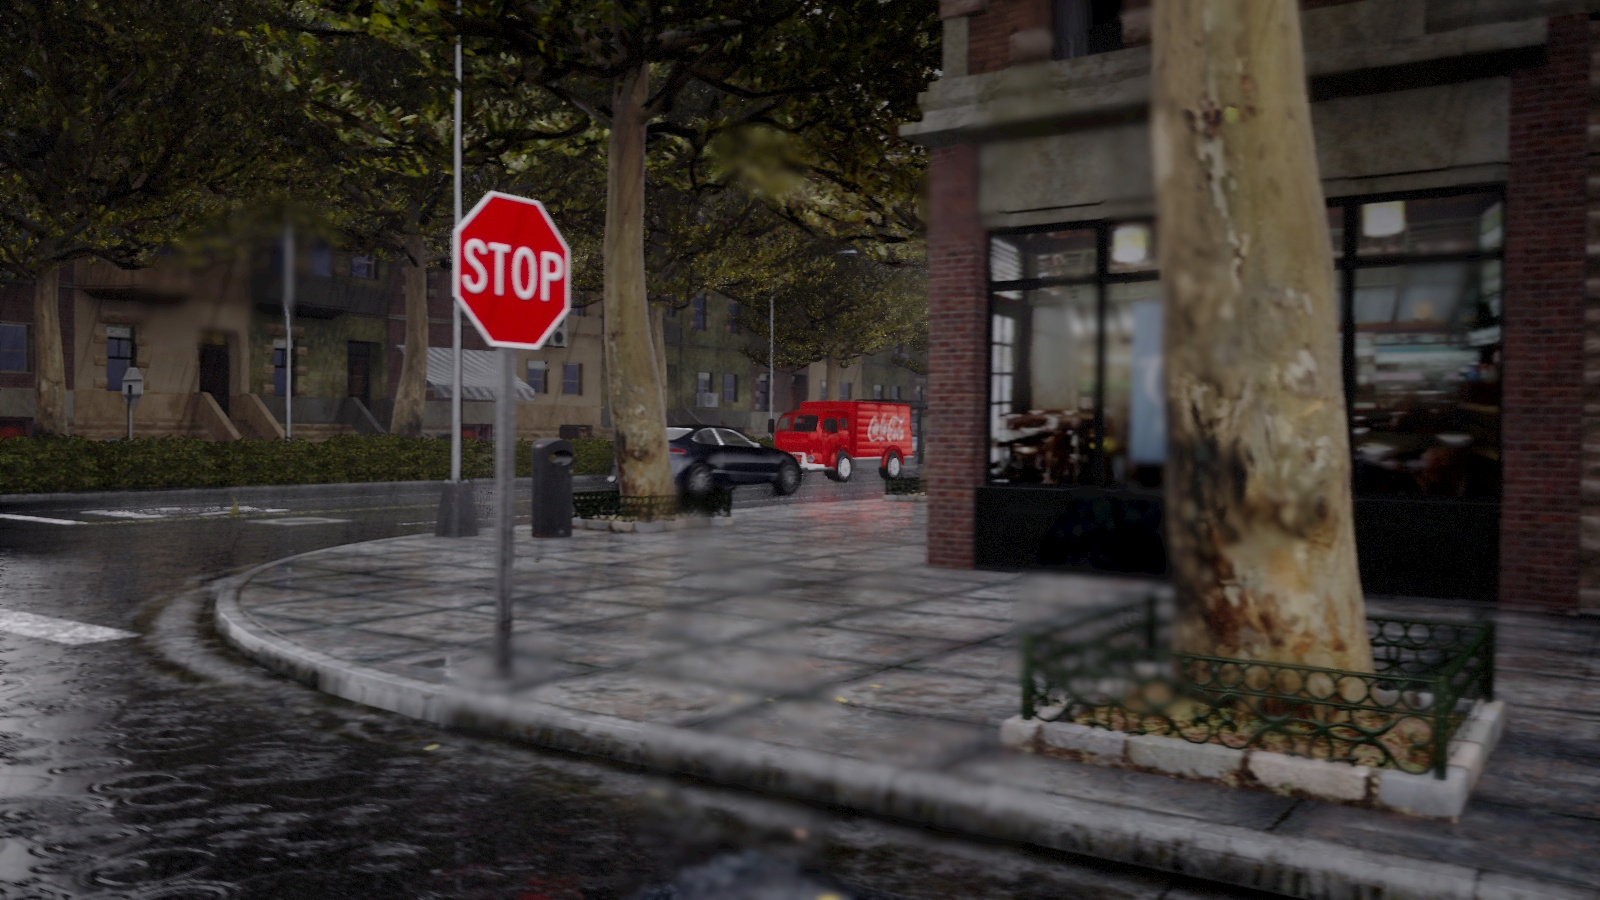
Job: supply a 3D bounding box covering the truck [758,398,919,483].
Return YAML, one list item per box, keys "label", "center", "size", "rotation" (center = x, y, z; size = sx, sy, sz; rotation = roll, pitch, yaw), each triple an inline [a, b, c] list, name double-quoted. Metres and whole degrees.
- label: "truck"
  center: [1.297, -0.314, 39.401]
  size: [2.627, 2.467, 5.204]
  rotation: [0, 1, 35]

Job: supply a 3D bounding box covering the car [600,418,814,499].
- label: "car"
  center: [-1.982, 0.133, 28.428]
  size: [2.152, 1.651, 5.027]
  rotation: [0, 1, 34]
